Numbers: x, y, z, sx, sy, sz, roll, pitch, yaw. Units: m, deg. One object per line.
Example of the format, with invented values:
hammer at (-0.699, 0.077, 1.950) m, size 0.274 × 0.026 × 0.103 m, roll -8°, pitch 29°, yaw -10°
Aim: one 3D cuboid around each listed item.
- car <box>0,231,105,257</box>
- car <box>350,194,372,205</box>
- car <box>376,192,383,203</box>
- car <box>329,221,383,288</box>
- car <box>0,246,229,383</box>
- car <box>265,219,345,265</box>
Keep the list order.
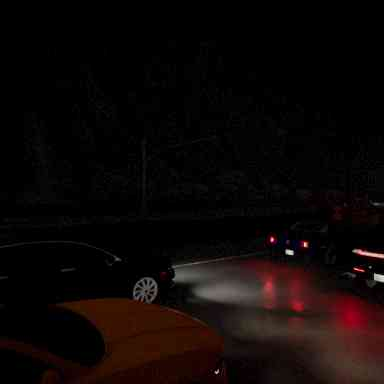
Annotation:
car at (-2.599, 1.504, 6.191) m, size 4.892 × 1.490 × 1.837 m, roll 0°, pitch 0°, yaw -36°
car at (27.601, 1.132, 54.794) m, size 4.553 × 1.767 × 2.097 m, roll 0°, pitch 0°, yaw -36°
car at (35.948, 0.948, 60.880) m, size 5.566 × 2.045 × 2.150 m, roll 0°, pitch 0°, yaw -36°
car at (5.699, 1.482, 7.961) m, size 4.902 × 1.511 × 2.128 m, roll 0°, pitch 0°, yaw -36°
car at (-1.948, 1.477, 2.335) m, size 5.008 × 1.535 × 1.882 m, roll 0°, pitch 0°, yaw -36°
car at (4.839, 1.590, 11.666) m, size 4.718 × 1.301 × 1.895 m, roll 0°, pitch 0°, yaw -36°
